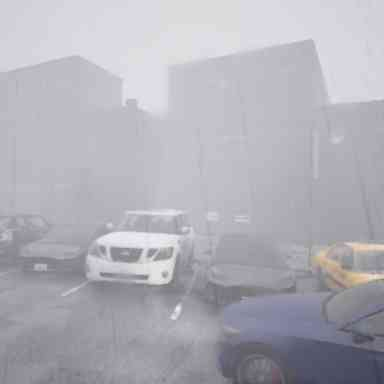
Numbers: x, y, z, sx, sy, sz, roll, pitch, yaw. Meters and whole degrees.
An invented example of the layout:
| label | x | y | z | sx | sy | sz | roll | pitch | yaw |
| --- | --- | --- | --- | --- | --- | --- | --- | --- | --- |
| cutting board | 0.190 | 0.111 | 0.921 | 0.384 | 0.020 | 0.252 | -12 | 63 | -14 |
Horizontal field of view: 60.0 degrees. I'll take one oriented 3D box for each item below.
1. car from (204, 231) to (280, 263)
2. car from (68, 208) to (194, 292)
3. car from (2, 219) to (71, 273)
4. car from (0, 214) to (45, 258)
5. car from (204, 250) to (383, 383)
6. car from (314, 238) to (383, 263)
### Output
| label | x | y | z | sx | sy | sz | roll | pitch | yaw |
| --- | --- | --- | --- | --- | --- | --- | --- | --- | --- |
| car | 1.449 | 1.858 | 8.932 | 2.163 | 1.488 | 4.792 | 2 | -3 | 7 |
| car | -1.222 | 1.551 | 10.296 | 2.435 | 2.045 | 5.566 | 2 | -3 | 7 |
| car | -3.910 | 1.807 | 11.634 | 2.163 | 1.488 | 4.792 | 2 | -3 | 7 |
| car | -6.600 | 1.627 | 12.989 | 2.185 | 1.767 | 4.553 | 1 | -3 | 7 |
| car | 2.538 | 1.730 | 3.766 | 4.674 | 1.442 | 1.812 | 1 | -2 | 27 |
| car | 4.115 | 1.844 | 7.427 | 1.946 | 1.575 | 5.366 | 2 | -3 | 7 |
